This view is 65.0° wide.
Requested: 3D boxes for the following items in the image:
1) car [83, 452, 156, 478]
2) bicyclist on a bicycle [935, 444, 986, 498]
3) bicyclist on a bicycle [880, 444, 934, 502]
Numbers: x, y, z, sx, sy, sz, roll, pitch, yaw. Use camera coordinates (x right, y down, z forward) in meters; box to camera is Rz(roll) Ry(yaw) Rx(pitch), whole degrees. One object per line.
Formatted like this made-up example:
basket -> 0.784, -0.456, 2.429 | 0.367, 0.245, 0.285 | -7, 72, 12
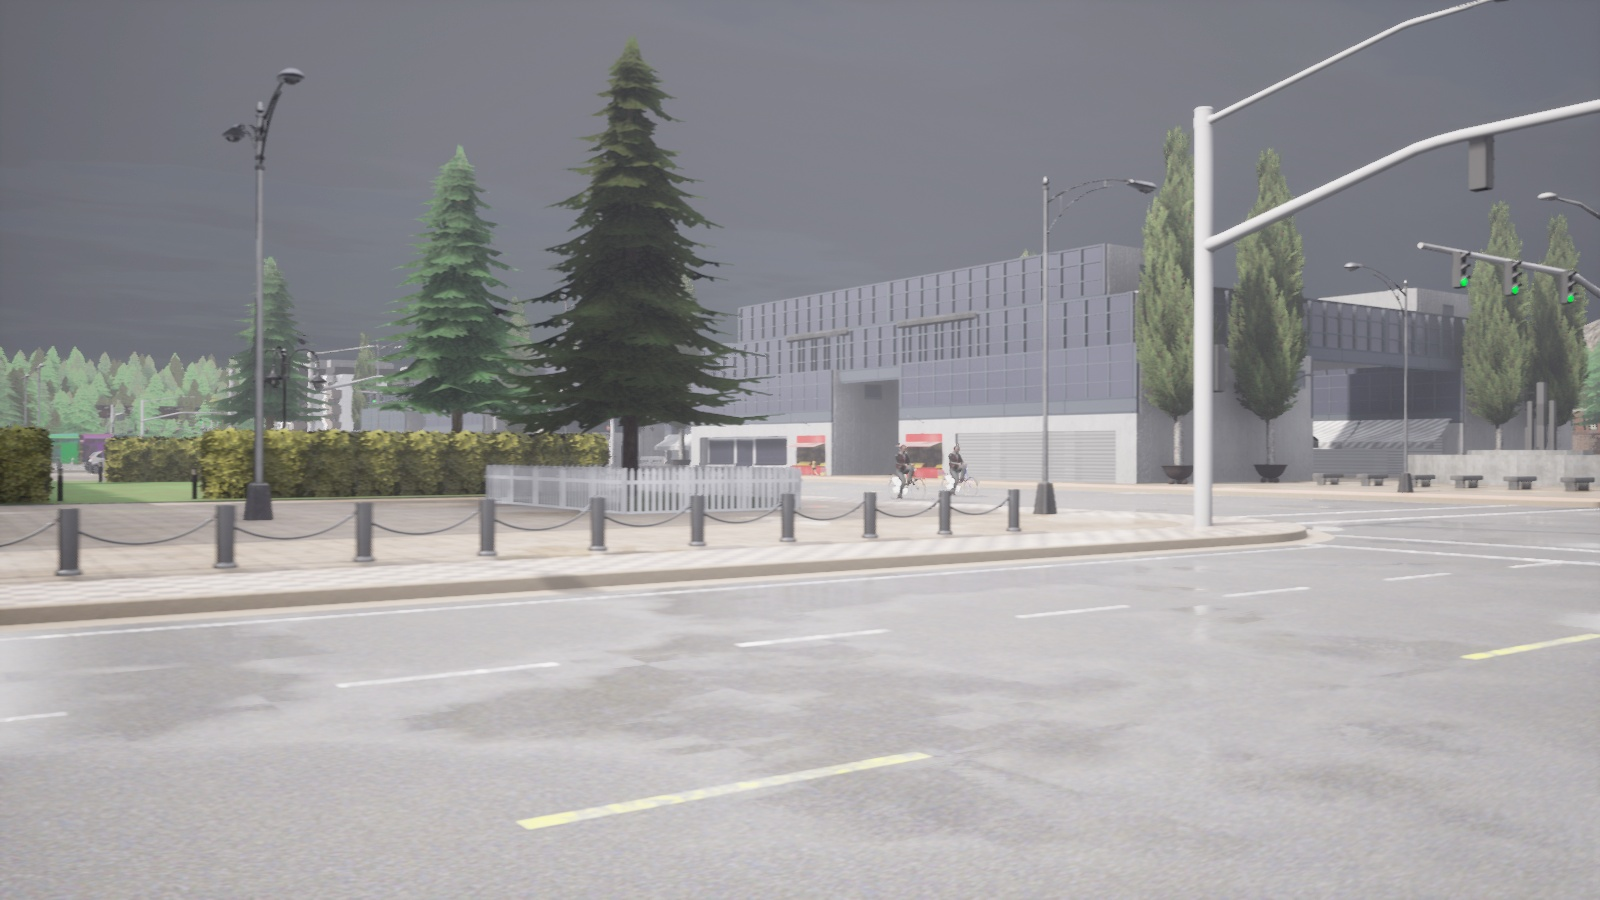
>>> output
car -> -44.123, 0.936, 81.447 | 3.988, 1.617, 1.851 | 0, 0, -35
bicyclist on a bicycle -> 5.437, 0.708, 42.664 | 0.659, 1.776, 1.843 | 0, 0, -35
bicyclist on a bicycle -> 3.366, 0.705, 39.514 | 0.659, 1.776, 1.843 | 0, 0, -35
